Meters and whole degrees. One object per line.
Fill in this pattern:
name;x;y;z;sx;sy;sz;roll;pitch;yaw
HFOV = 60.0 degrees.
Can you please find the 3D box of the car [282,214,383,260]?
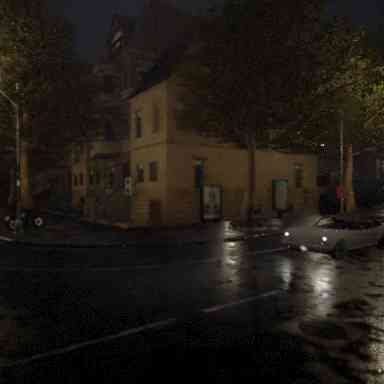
car;5.455;1.520;12.184;4.718;1.301;1.895;0;0;-35
